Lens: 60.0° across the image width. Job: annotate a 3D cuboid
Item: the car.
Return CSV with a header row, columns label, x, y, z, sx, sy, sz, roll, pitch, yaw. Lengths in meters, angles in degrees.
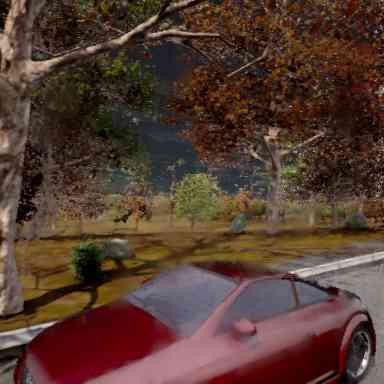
label,x,y,z,sx,sy,sz,roll,pitch,yaw
car,0.281,1.567,3.863,4.181,1.385,1.994,0,0,-35
